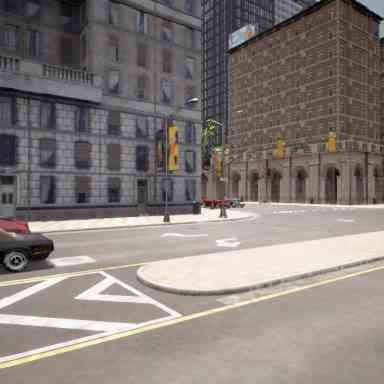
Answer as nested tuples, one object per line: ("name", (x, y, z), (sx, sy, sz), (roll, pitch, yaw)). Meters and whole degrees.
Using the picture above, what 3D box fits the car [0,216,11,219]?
("car", (-8.443, 1.526, 12.113), (4.674, 1.442, 1.812), (0, 0, -35))

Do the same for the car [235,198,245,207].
("car", (5.710, 1.491, 49.049), (2.128, 1.511, 4.902), (0, 0, -35))

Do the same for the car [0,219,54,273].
("car", (-6.499, 1.601, 9.208), (4.718, 1.301, 1.895), (0, 0, -35))

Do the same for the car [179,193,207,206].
("car", (0.072, 1.221, 57.150), (2.150, 2.045, 5.566), (0, 0, -34))

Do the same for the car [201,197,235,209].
("car", (3.280, 1.478, 46.419), (1.882, 1.535, 5.008), (0, 0, -35))
